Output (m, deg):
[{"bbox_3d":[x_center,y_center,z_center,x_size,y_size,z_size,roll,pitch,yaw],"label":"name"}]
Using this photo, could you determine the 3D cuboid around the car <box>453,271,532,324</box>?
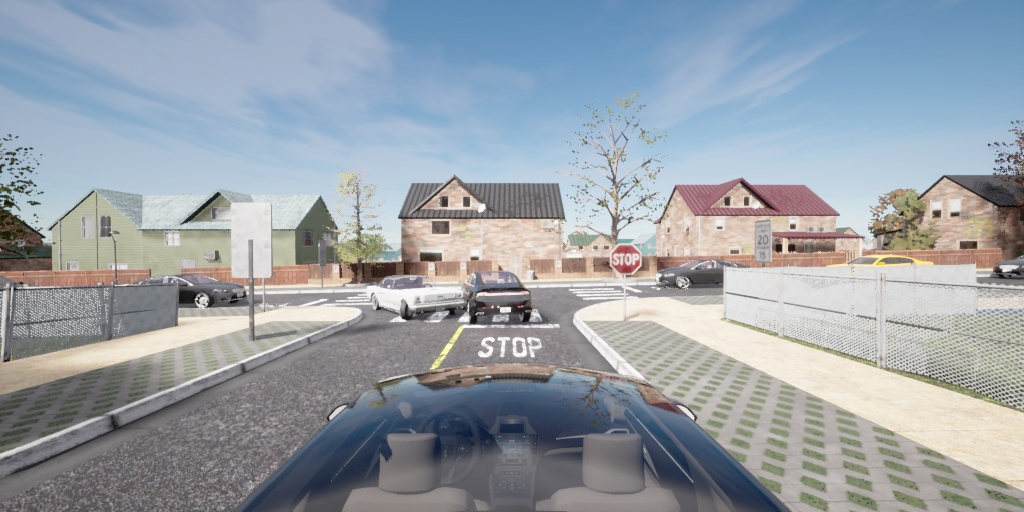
[{"bbox_3d":[-0.683,1.242,12.039,2.128,1.511,4.902,0,0,-12],"label":"car"}]

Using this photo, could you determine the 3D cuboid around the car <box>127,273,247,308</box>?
[{"bbox_3d":[-14.899,1.566,16.396,4.902,1.511,2.128,-1,1,0],"label":"car"}]

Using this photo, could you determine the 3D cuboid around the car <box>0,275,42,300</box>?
[{"bbox_3d":[-24.236,1.648,16.358,4.553,1.767,2.097,-1,1,0],"label":"car"}]

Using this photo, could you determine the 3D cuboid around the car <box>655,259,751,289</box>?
[{"bbox_3d":[10.335,0.926,19.445,4.902,1.511,2.128,-1,1,0],"label":"car"}]

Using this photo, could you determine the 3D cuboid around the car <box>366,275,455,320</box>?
[{"bbox_3d":[-3.600,1.368,12.899,1.895,1.301,4.718,0,0,-38],"label":"car"}]

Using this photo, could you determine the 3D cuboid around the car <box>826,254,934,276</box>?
[{"bbox_3d":[19.765,0.690,19.479,5.008,1.535,1.882,-1,1,-1],"label":"car"}]

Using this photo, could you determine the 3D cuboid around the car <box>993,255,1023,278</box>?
[{"bbox_3d":[29.390,0.478,19.514,4.902,1.511,2.128,-1,1,0],"label":"car"}]
